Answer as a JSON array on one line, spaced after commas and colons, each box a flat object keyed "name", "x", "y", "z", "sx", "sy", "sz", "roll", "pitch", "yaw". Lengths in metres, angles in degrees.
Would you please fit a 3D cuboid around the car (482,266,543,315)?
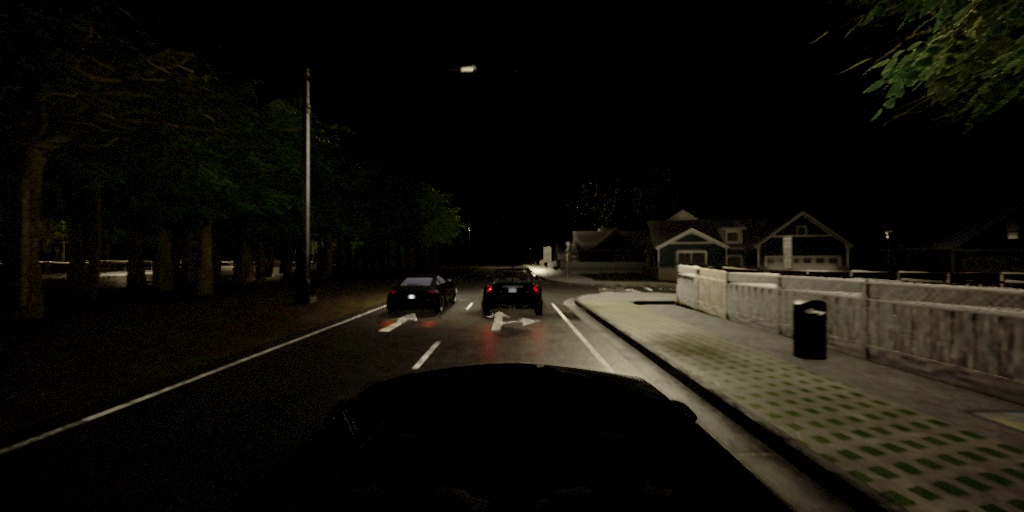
[{"name": "car", "x": 0.039, "y": 1.173, "z": 14.107, "sx": 2.097, "sy": 1.767, "sz": 4.553, "roll": 0, "pitch": 0, "yaw": 1}]

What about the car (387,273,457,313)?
[{"name": "car", "x": -3.458, "y": 1.387, "z": 14.414, "sx": 1.994, "sy": 1.385, "sz": 4.181, "roll": 0, "pitch": 0, "yaw": 0}]
